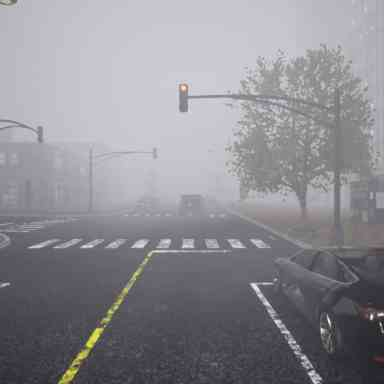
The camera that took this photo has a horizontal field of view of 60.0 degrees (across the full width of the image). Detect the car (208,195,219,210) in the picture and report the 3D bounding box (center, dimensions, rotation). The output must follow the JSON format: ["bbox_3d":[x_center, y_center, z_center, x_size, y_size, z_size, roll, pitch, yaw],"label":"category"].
[{"bbox_3d":[2.631,1.528,43.943,1.752,1.417,4.829,0,0,0],"label":"car"}]

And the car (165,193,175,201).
[{"bbox_3d":[-5.813,1.324,88.167,2.192,1.841,5.009,0,0,0],"label":"car"}]

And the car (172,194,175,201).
[{"bbox_3d":[-5.806,1.559,82.616,2.008,1.369,4.403,0,0,0],"label":"car"}]

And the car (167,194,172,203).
[{"bbox_3d":[-5.789,1.532,71.344,1.752,1.417,4.829,0,0,0],"label":"car"}]

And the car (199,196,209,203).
[{"bbox_3d":[2.591,1.572,71.529,1.947,1.339,4.313,0,0,0],"label":"car"}]

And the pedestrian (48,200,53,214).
[{"bbox_3d":[-12.792,1.319,30.201,0.375,1.300,0.375,0,-1,-1],"label":"pedestrian"}]

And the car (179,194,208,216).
[{"bbox_3d":[0.058,1.223,32.534,2.150,2.045,5.566,1,0,6],"label":"car"}]

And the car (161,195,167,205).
[{"bbox_3d":[-5.765,1.555,54.861,2.008,1.369,4.403,0,0,0],"label":"car"}]

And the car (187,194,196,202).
[{"bbox_3d":[-0.113,1.363,79.430,2.097,1.767,4.553,0,0,0],"label":"car"}]

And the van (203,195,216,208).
[{"bbox_3d":[2.624,1.345,49.325,1.690,1.788,3.998,0,0,0],"label":"van"}]

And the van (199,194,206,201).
[{"bbox_3d":[2.576,1.349,82.631,1.690,1.788,3.998,0,0,0],"label":"van"}]

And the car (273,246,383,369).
[{"bbox_3d":[2.687,1.566,5.744,1.947,1.339,4.313,0,0,0],"label":"car"}]

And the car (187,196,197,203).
[{"bbox_3d":[-0.008,1.570,69.511,1.994,1.385,4.181,0,0,0],"label":"car"}]

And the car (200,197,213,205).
[{"bbox_3d":[2.607,1.556,60.427,2.008,1.369,4.403,0,0,0],"label":"car"}]

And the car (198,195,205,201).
[{"bbox_3d":[2.567,1.534,88.352,1.752,1.417,4.829,0,0,0],"label":"car"}]

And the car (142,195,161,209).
[{"bbox_3d":[-5.748,1.318,43.759,2.192,1.841,5.009,0,0,0],"label":"car"}]

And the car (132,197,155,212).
[{"bbox_3d":[-5.741,1.584,38.208,1.802,1.307,4.206,0,0,0],"label":"car"}]
